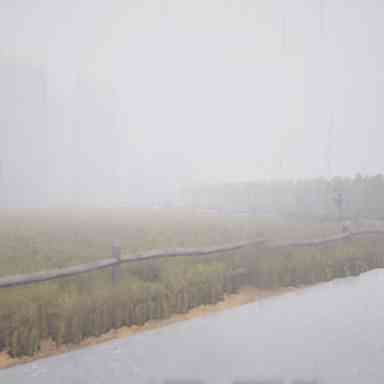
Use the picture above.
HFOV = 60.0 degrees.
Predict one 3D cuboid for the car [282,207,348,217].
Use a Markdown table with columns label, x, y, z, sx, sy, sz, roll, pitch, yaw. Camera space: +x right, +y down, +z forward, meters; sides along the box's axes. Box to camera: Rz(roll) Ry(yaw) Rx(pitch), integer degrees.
| label | x | y | z | sx | sy | sz | roll | pitch | yaw |
| --- | --- | --- | --- | --- | --- | --- | --- | --- | --- |
| car | 9.263 | 1.828 | 25.128 | 1.895 | 1.301 | 4.718 | 1 | -1 | -36 |

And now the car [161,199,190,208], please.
| label | x | y | z | sx | sy | sz | roll | pitch | yaw |
| --- | --- | --- | --- | --- | --- | --- | --- | --- | --- |
| car | -2.046 | 1.645 | 40.939 | 2.097 | 1.767 | 4.553 | 1 | 0 | -35 |
